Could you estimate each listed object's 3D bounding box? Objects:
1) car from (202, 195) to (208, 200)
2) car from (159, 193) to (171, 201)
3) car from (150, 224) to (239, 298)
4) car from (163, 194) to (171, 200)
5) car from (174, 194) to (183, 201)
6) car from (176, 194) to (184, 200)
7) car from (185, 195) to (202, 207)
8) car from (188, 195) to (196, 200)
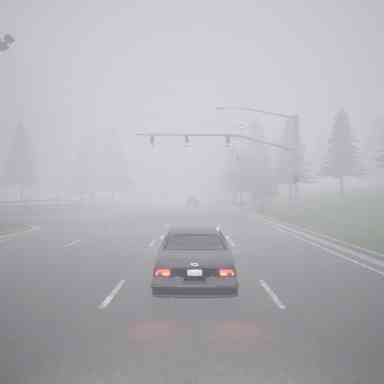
[{"bbox_3d":[3.546,1.500,94.208,1.837,1.490,4.892,0,0,0],"label":"car"},{"bbox_3d":[-6.959,1.217,83.409,2.150,2.045,5.566,0,0,0],"label":"car"},{"bbox_3d":[0.070,1.547,8.694,2.033,1.411,5.357,0,0,0],"label":"car"},{"bbox_3d":[-6.954,1.385,93.799,1.994,1.385,4.181,0,0,0],"label":"car"},{"bbox_3d":[-3.459,1.516,83.794,1.812,1.442,4.674,0,0,0],"label":"car"},{"bbox_3d":[-3.454,1.357,93.798,2.128,1.511,4.902,0,0,0],"label":"car"},{"bbox_3d":[0.023,1.352,52.733,2.097,1.767,4.553,0,0,0],"label":"car"},{"bbox_3d":[0.046,1.540,94.209,2.033,1.411,5.357,0,0,0],"label":"car"}]
